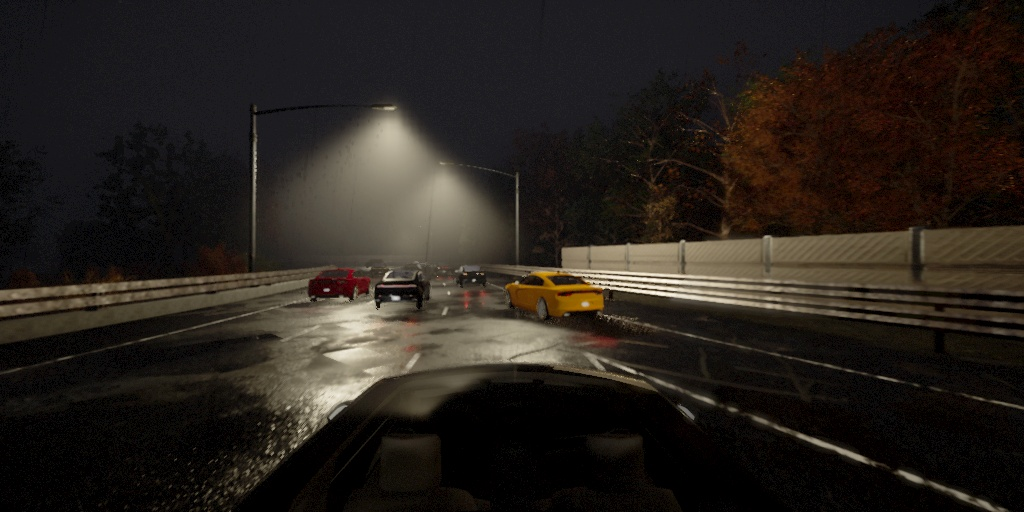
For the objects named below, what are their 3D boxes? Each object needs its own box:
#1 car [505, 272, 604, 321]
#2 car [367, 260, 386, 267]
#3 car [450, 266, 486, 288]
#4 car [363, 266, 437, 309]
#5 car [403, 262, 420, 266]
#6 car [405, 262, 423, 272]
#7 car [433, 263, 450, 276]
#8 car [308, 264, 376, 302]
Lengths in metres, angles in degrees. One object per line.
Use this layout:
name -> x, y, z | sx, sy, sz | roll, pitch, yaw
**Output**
car -> 1.300, 1.322, 13.109 | 1.882, 1.535, 5.008 | 0, 0, -22
car -> -15.148, 1.582, 40.955 | 2.128, 1.511, 4.902 | 0, -1, -22
car -> -3.100, 1.449, 26.310 | 2.128, 1.511, 4.902 | 0, -1, -13
car -> -4.659, 1.363, 15.716 | 2.128, 1.511, 4.902 | 0, 0, -8
car -> -12.323, 1.612, 43.270 | 1.837, 1.490, 4.892 | 0, -1, -22
car -> -16.230, 1.768, 59.165 | 1.812, 1.442, 4.674 | 0, -1, -28
car -> -8.669, 1.596, 43.346 | 2.128, 1.511, 4.902 | 0, 0, -22
car -> -8.563, 1.373, 18.225 | 1.882, 1.535, 5.008 | 0, -1, -9
